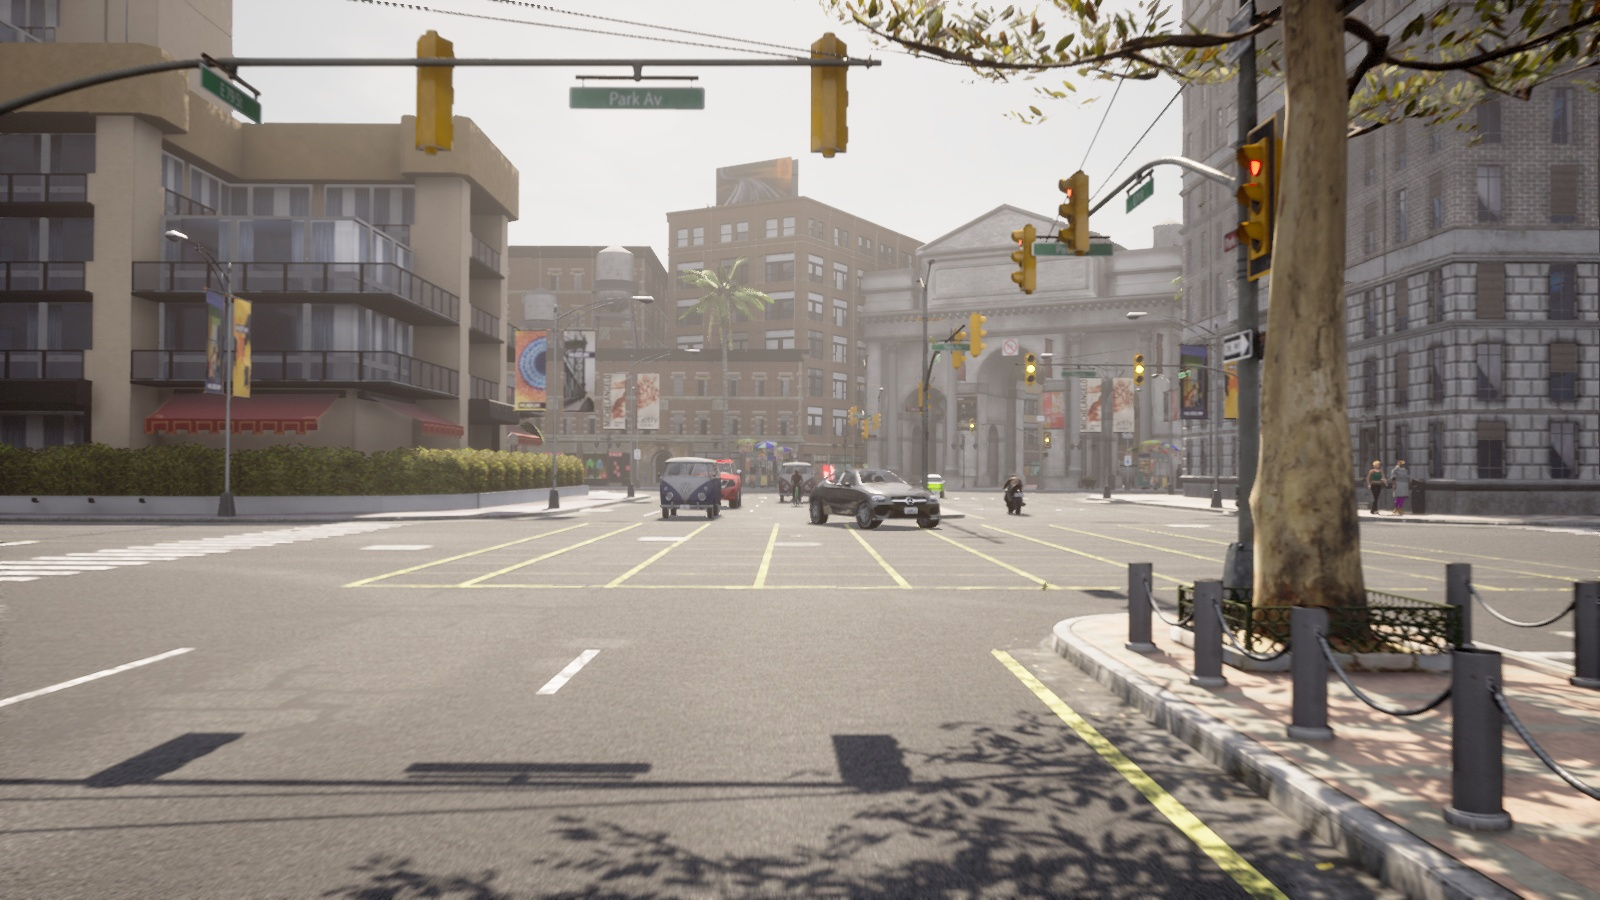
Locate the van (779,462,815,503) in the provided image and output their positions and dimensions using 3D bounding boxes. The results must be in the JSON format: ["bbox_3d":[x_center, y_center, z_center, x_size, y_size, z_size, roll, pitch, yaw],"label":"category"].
[{"bbox_3d":[-0.155,1.613,63.237,1.775,1.987,4.442,0,-1,0],"label":"van"}]

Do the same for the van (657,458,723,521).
[{"bbox_3d":[-3.596,1.271,41.729,1.775,1.987,4.442,0,-1,0],"label":"van"}]

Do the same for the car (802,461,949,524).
[{"bbox_3d":[2.042,1.176,35.808,2.152,1.651,5.027,0,-1,-23],"label":"car"}]

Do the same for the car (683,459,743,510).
[{"bbox_3d":[-3.630,1.426,53.177,2.150,2.045,5.566,0,-1,0],"label":"car"}]

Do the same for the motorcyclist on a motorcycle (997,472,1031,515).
[{"bbox_3d":[7.887,1.584,46.376,0.866,1.530,2.191,0,-1,0],"label":"motorcyclist on a motorcycle"}]

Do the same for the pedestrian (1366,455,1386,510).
[{"bbox_3d":[19.487,1.095,42.500,0.345,1.836,0.594,0,-1,-6],"label":"pedestrian"}]

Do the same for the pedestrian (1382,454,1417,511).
[{"bbox_3d":[20.746,1.106,43.444,0.659,1.952,0.873,0,-1,-14],"label":"pedestrian"}]

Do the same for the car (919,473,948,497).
[{"bbox_3d":[7.819,2.055,73.665,1.481,1.376,2.207,0,-1,0],"label":"car"}]
